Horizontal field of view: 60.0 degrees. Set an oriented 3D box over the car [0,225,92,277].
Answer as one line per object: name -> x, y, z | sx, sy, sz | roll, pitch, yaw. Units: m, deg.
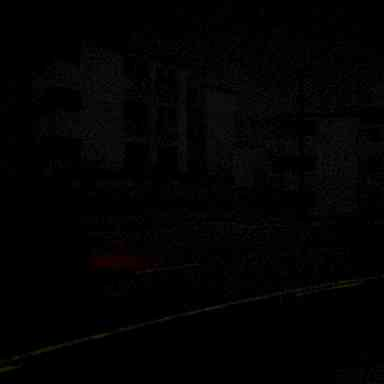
car -> -5.252, 1.593, 8.764 | 4.718, 1.301, 1.895 | 0, 0, -34
